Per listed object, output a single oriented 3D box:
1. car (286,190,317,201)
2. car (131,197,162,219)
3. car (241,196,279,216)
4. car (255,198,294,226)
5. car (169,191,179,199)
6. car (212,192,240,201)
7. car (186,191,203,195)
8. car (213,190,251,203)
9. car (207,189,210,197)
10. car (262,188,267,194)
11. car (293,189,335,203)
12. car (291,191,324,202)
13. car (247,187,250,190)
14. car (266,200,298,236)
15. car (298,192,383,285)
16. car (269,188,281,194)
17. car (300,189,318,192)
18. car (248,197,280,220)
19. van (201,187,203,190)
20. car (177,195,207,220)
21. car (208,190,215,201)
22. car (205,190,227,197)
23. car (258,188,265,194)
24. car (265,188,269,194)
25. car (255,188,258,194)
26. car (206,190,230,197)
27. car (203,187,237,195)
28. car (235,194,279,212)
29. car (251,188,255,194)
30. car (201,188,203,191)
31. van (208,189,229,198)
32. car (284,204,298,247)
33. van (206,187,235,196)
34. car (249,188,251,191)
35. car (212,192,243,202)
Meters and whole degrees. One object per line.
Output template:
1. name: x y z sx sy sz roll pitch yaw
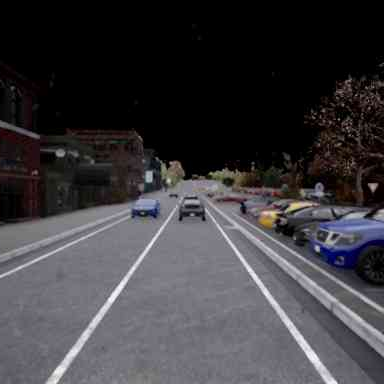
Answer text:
1. car: 18.878 0.608 57.361 4.553 1.767 2.185 0 1 0
2. car: -3.444 1.189 25.613 1.882 1.535 5.008 0 1 0
3. car: 6.061 1.193 22.831 4.674 1.452 2.002 0 1 0
4. car: 6.246 1.241 17.179 5.366 1.575 1.946 0 1 0
5. car: -3.620 0.571 66.975 2.033 1.411 5.357 0 1 0
6. car: 5.770 0.776 57.197 4.674 1.452 2.002 0 1 0
7. car: -0.100 0.961 41.674 2.128 1.511 4.902 0 1 0
8. car: 5.809 0.924 48.990 4.674 1.452 2.002 1 1 0
9. car: 5.744 0.637 62.762 4.892 1.521 2.231 0 1 0
10. car: 18.766 0.464 73.946 4.792 1.488 2.163 0 1 0
11. car: 18.894 0.584 51.664 5.566 2.045 2.435 0 1 0
12. car: 18.887 0.658 54.576 4.553 1.767 2.185 0 1 0
13. car: 18.729 0.070 93.437 5.008 1.535 2.097 0 1 0
14. car: 6.057 1.289 14.353 5.008 1.535 2.097 0 1 0
15. car: 6.036 1.129 8.699 5.566 2.045 2.435 0 1 0
16. car: 18.849 0.332 65.712 5.566 2.045 2.435 0 1 0
17. car: 18.843 0.760 48.881 4.553 1.767 2.185 0 1 0
18. car: 6.062 1.239 20.006 4.674 1.452 2.002 0 1 0
19. van: 5.537 -0.156 93.431 4.442 1.987 1.878 0 1 0
20. car: 0.010 1.230 24.695 1.837 1.490 4.892 0 1 0
21. car: 5.600 0.833 51.630 5.366 1.575 1.946 0 1 0
22. car: 5.704 0.334 79.458 4.892 1.521 2.231 0 1 0
23. car: 18.809 0.207 79.511 4.553 1.767 2.185 0 1 0
24. car: 18.809 0.485 71.160 5.008 1.535 2.097 0 1 0
25. car: 18.776 0.283 82.299 4.892 1.521 2.231 0 1 0
26. car: 5.892 0.381 76.676 5.366 1.575 1.946 0 1 0
27. car: 5.705 0.284 68.323 5.566 2.045 2.435 0 1 0
28. car: 6.086 1.137 25.657 4.792 1.488 2.163 0 1 0
29. car: 18.733 -0.022 85.077 5.566 2.045 2.435 0 1 0
30. car: 5.634 0.154 90.591 4.792 1.488 2.163 0 1 0
31. van: 5.608 0.260 71.106 4.442 1.987 1.878 0 1 0
32. car: 6.069 1.335 11.529 5.008 1.535 2.097 0 1 0
33. van: 5.625 0.358 65.665 4.442 1.987 1.878 0 1 0
34. car: 18.711 -0.002 90.650 4.553 1.767 2.185 0 1 0
35. car: 5.806 0.815 54.414 4.792 1.488 2.163 0 1 0
